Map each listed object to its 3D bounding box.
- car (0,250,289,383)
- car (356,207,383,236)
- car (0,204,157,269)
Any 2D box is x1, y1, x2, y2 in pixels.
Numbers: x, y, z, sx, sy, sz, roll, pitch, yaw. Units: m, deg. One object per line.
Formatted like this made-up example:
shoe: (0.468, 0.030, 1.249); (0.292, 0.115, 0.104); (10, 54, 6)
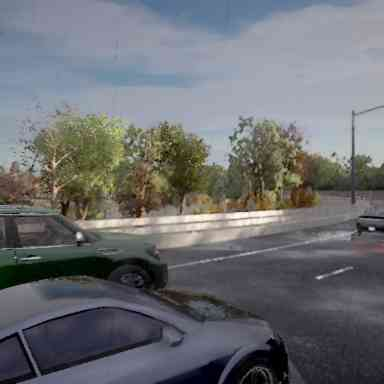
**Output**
car: (-0.998, 1.569, 3.202); (4.181, 1.385, 1.994); (0, 0, -36)
car: (10.512, 1.589, 18.090); (2.128, 1.511, 4.902); (0, 0, 44)
car: (-3.159, 1.227, 5.884); (5.566, 2.045, 2.150); (0, 0, -35)
